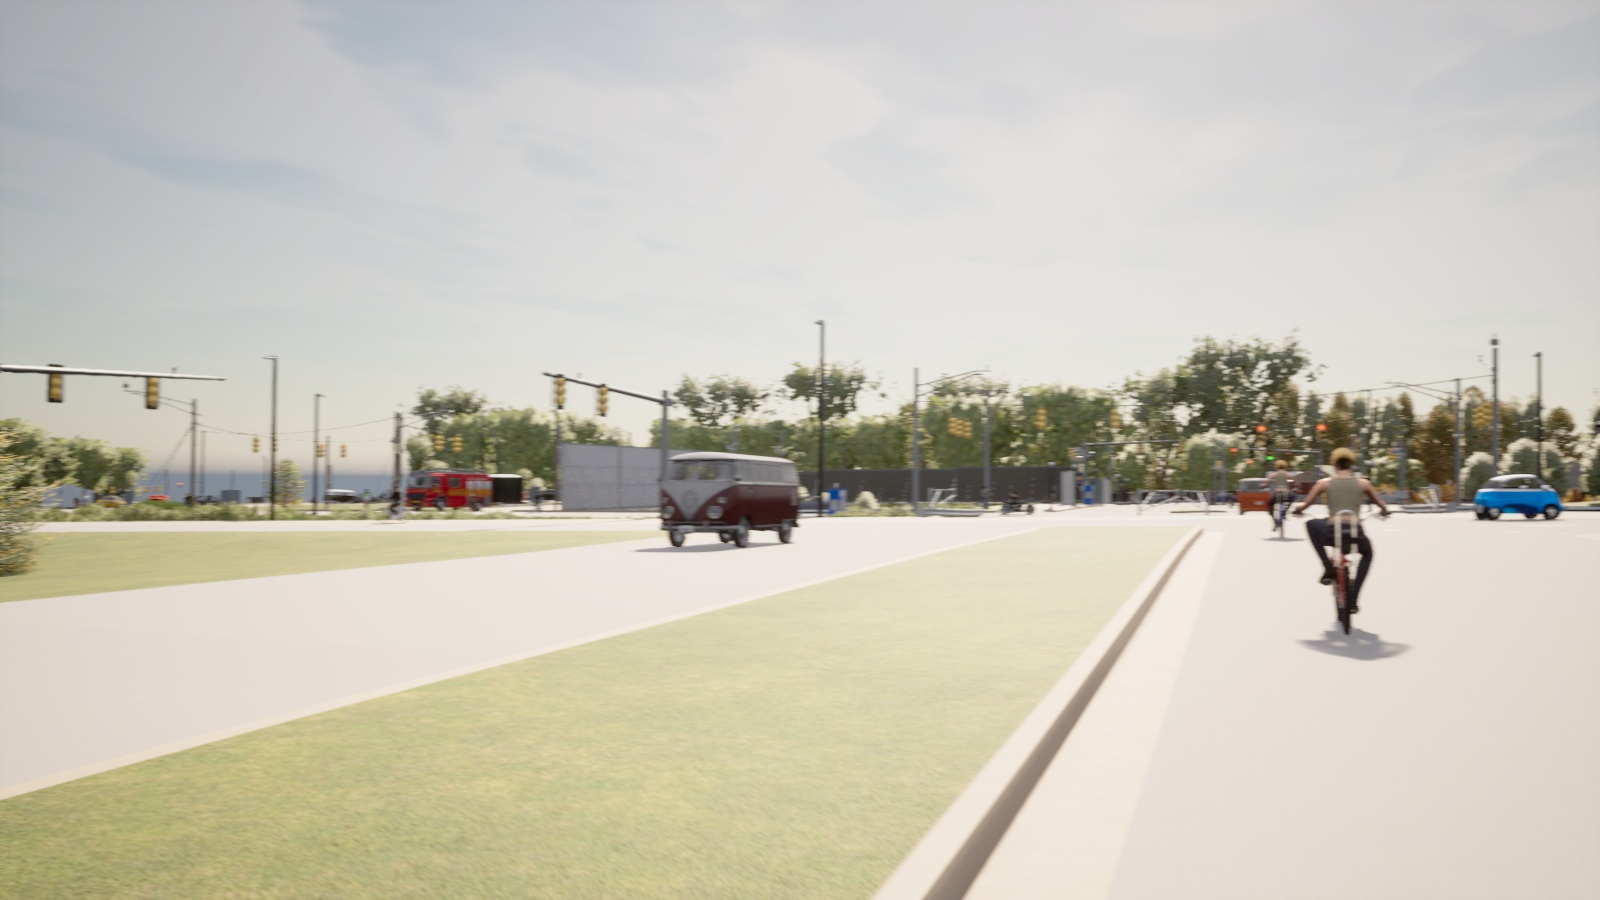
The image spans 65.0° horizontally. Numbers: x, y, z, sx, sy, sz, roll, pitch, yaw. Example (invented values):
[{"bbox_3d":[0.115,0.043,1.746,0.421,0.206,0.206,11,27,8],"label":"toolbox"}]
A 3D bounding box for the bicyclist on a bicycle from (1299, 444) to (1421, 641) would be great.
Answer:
[{"bbox_3d":[4.929,0.766,11.150,0.866,1.612,1.509,-1,-1,20],"label":"bicyclist on a bicycle"}]

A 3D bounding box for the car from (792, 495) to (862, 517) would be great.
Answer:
[{"bbox_3d":[1.765,3.682,82.416,4.181,1.385,1.994,-1,-2,20],"label":"car"}]

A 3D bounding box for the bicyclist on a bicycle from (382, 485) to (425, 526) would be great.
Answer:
[{"bbox_3d":[-17.840,2.498,56.520,1.843,1.776,0.659,-1,-2,20],"label":"bicyclist on a bicycle"}]

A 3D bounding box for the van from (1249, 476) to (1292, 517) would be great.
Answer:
[{"bbox_3d":[23.772,2.314,63.595,1.775,1.987,4.442,-1,-2,17],"label":"van"}]

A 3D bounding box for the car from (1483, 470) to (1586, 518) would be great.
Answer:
[{"bbox_3d":[22.014,1.327,37.696,2.207,1.376,1.481,-1,-2,6],"label":"car"}]

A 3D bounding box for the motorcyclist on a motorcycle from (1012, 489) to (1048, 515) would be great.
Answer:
[{"bbox_3d":[15.083,3.419,82.335,2.350,1.649,0.766,-1,-2,11],"label":"motorcyclist on a motorcycle"}]

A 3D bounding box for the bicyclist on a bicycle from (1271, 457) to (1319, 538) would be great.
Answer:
[{"bbox_3d":[10.212,0.975,25.948,0.866,1.612,1.509,-1,-2,20],"label":"bicyclist on a bicycle"}]

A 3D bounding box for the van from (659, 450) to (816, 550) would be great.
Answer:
[{"bbox_3d":[-1.250,1.087,27.194,1.775,1.987,4.442,-1,-3,20],"label":"van"}]
